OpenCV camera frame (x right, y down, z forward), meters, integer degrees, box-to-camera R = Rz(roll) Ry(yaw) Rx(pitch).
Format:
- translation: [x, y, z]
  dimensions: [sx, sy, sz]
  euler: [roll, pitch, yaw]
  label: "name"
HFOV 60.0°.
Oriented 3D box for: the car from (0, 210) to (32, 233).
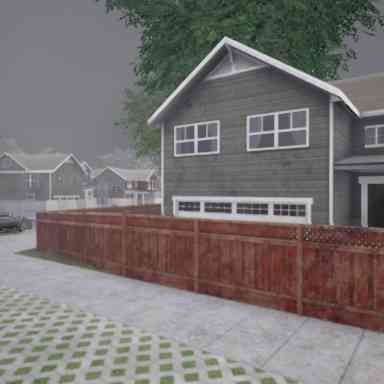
- translation: [-10.850, 1.655, 18.134]
  dimensions: [1.994, 1.385, 4.181]
  euler: [0, -1, 15]
  label: "car"
